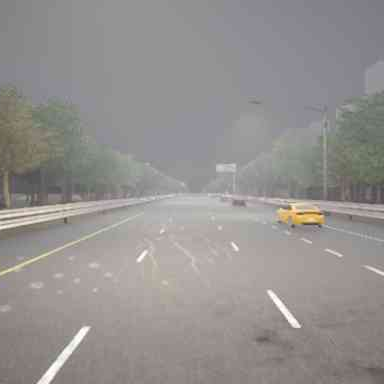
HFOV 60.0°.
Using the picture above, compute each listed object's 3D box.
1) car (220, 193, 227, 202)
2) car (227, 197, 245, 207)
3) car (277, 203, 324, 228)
[{"bbox_3d":[7.324,1.579,75.708,2.033,1.411,5.357,0,0,0],"label":"car"},{"bbox_3d":[7.158,1.501,52.257,1.882,1.535,5.008,0,0,0],"label":"car"},{"bbox_3d":[7.031,1.479,22.068,1.882,1.535,5.008,0,0,0],"label":"car"}]
